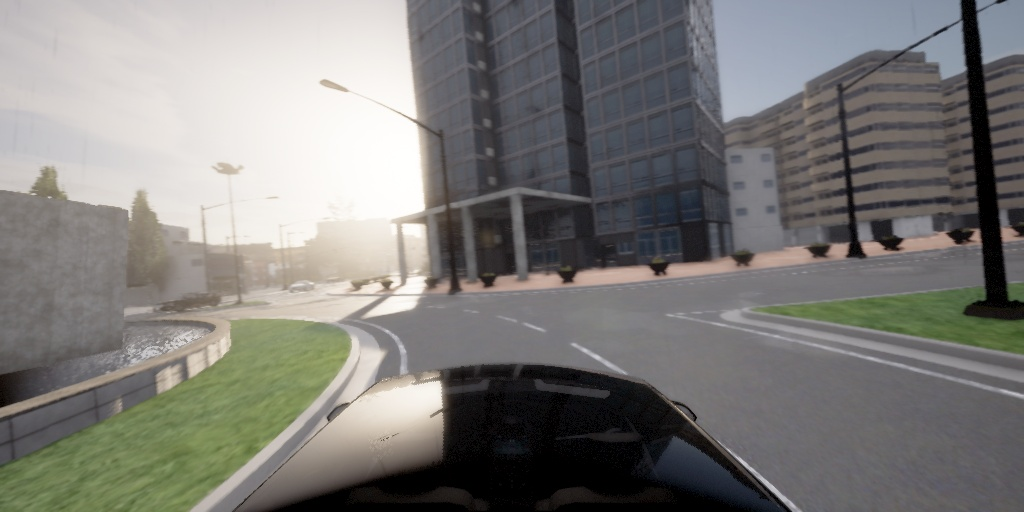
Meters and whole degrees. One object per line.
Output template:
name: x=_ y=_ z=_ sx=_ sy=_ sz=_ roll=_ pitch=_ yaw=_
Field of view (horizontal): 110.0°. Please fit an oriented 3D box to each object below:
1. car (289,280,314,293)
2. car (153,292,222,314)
car: x=-28.628 y=4.111 z=48.962 sx=1.812 sy=1.442 sz=4.674 roll=-5 pitch=0 yaw=-10
car: x=-27.549 y=3.898 z=30.639 sx=2.128 sy=1.511 sz=4.902 roll=-5 pitch=0 yaw=8
